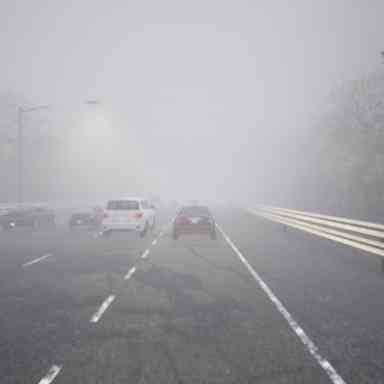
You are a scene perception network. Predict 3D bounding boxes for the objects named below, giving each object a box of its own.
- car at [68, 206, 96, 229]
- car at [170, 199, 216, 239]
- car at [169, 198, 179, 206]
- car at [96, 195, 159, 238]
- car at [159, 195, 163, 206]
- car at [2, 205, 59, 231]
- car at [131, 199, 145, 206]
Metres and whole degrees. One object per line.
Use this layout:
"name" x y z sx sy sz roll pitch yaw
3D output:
"car" -6.859 1.649 22.566 1.812 1.442 4.674 0 0 0
"car" 0.126 1.450 18.026 2.097 1.767 4.553 0 0 0
"car" -3.103 1.832 60.949 2.128 1.511 4.902 0 0 0
"car" -3.374 1.325 18.572 2.150 2.045 5.566 0 0 0
"car" -6.604 1.562 60.979 2.150 2.045 5.566 0 0 0
"car" -10.363 1.625 21.662 1.837 1.490 4.892 0 0 0
"car" -10.089 1.953 62.871 1.895 1.301 4.718 0 0 0
